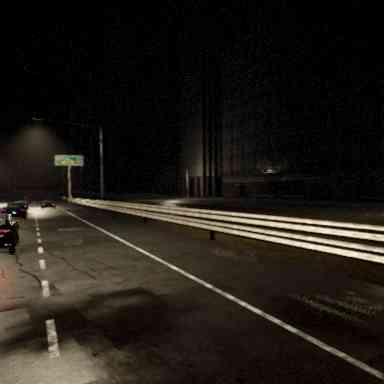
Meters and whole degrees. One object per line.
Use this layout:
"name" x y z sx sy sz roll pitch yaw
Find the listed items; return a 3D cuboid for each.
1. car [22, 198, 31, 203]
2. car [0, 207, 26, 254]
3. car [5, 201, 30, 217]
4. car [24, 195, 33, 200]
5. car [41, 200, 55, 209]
"car" -24.298 1.949 47.233 1.895 1.301 4.718 -1 0 -26
"car" -8.127 1.613 13.554 2.128 1.511 4.902 -1 0 -26
"car" -16.629 1.810 31.281 1.994 1.385 4.181 -1 0 -26
"car" -39.732 2.005 79.746 1.812 1.442 4.674 -1 0 -25
"car" -21.739 1.907 50.227 1.895 1.301 4.718 -1 0 -25
